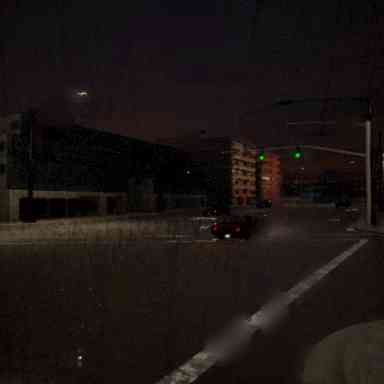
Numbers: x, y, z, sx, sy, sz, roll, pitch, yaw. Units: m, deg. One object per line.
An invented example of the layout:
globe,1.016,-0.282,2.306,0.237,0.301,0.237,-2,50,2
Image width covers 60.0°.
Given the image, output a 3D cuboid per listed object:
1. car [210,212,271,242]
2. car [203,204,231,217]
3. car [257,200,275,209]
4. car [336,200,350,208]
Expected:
car,2.977,2.005,19.087,1.895,1.301,4.718,-1,-1,31
car,3.047,2.179,39.663,1.812,1.442,4.674,-1,0,31
car,12.199,2.028,54.730,2.128,1.511,4.902,-1,0,31
car,25.657,1.998,56.479,2.033,1.411,5.357,-1,-1,31
